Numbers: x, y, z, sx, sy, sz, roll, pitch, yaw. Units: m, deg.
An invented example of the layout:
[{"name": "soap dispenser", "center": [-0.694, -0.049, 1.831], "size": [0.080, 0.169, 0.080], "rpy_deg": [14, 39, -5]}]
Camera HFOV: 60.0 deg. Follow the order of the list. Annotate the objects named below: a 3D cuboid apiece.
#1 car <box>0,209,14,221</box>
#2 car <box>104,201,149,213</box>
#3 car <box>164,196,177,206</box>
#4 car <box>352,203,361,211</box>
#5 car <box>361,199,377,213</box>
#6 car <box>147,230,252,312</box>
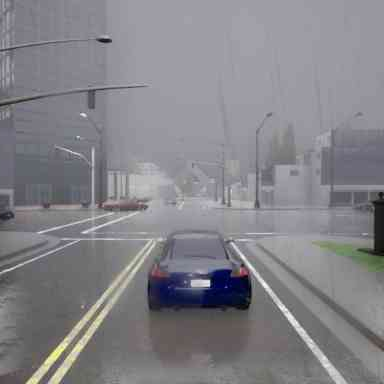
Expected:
[{"name": "car", "center": [-16.392, 1.672, 26.225], "size": [4.181, 1.385, 1.994], "rpy_deg": [-1, 0, 0]}, {"name": "car", "center": [-7.362, 1.634, 37.194], "size": [4.718, 1.301, 1.895], "rpy_deg": [0, 0, -33]}, {"name": "car", "center": [-3.568, 1.491, 55.779], "size": [2.128, 1.511, 4.902], "rpy_deg": [0, 0, 0]}, {"name": "car", "center": [20.364, 1.479, 37.209], "size": [4.674, 1.442, 1.812], "rpy_deg": [0, 0, 0]}, {"name": "car", "center": [20.214, 1.553, 33.718], "size": [4.718, 1.301, 1.895], "rpy_deg": [0, 0, 0]}, {"name": "car", "center": [0.089, 1.564, 7.814], "size": [1.994, 1.385, 4.181], "rpy_deg": [0, 0, -2]}]
